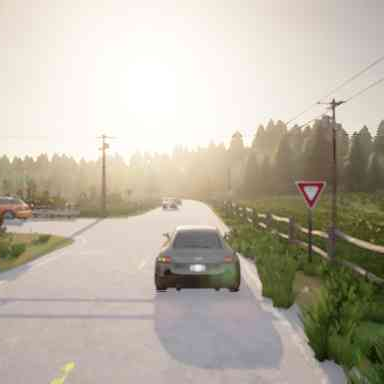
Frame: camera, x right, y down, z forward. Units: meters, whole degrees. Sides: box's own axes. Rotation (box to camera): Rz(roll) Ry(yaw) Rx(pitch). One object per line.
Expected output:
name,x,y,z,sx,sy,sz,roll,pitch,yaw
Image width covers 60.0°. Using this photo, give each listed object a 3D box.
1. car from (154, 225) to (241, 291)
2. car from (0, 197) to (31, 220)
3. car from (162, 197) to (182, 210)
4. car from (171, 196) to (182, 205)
car,0.128,1.579,9.050,1.994,1.385,4.181,0,0,0
car,-14.245,1.162,24.089,4.553,1.767,2.097,2,0,3
car,-2.887,1.563,44.044,2.128,1.511,4.902,0,0,1
car,-2.840,1.576,60.964,1.882,1.535,5.008,0,0,-1
